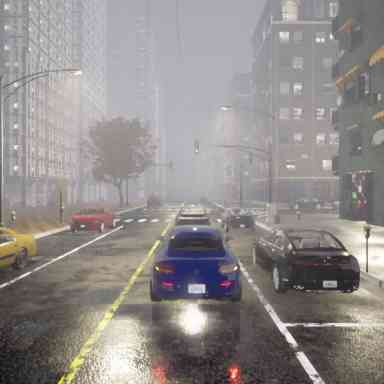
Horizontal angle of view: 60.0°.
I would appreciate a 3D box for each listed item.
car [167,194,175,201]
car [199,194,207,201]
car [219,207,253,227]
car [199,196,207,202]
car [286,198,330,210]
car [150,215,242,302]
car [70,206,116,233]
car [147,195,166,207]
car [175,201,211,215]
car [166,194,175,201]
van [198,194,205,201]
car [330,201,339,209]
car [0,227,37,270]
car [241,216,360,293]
[{"bbox_3d":[-5.890,1.649,85.202,1.947,1.339,4.313,0,0,0],"label":"car"},{"bbox_3d":[2.517,1.629,74.175,1.947,1.339,4.313,0,0,0],"label":"car"},{"bbox_3d":[2.645,1.555,19.696,2.008,1.369,4.403,0,0,0],"label":"car"},{"bbox_3d":[2.503,1.598,79.868,1.752,1.417,4.829,0,0,0],"label":"car"},{"bbox_3d":[13.336,1.359,39.128,4.403,1.369,2.008,-1,1,-1],"label":"car"},{"bbox_3d":[0.074,1.526,8.113,1.812,1.442,4.674,0,0,0],"label":"car"},{"bbox_3d":[-5.735,1.549,19.677,1.887,1.381,4.507,0,0,0],"label":"car"},{"bbox_3d":[-5.812,1.349,52.065,2.192,1.841,5.009,0,0,0],"label":"car"},{"bbox_3d":[0.049,1.496,18.821,2.128,1.511,4.902,0,0,1],"label":"car"},{"bbox_3d":[-5.904,1.409,90.724,2.192,1.841,5.009,0,0,0],"label":"car"},{"bbox_3d":[2.490,1.424,85.222,1.690,1.788,3.998,0,0,0],"label":"van"},{"bbox_3d":[18.733,1.259,39.195,4.829,1.417,1.752,-1,1,-1],"label":"car"},{"bbox_3d":[-5.708,1.526,8.441,1.752,1.417,4.829,0,0,0],"label":"car"},{"bbox_3d":[2.672,1.552,8.630,2.008,1.369,4.403,0,0,0],"label":"car"}]
